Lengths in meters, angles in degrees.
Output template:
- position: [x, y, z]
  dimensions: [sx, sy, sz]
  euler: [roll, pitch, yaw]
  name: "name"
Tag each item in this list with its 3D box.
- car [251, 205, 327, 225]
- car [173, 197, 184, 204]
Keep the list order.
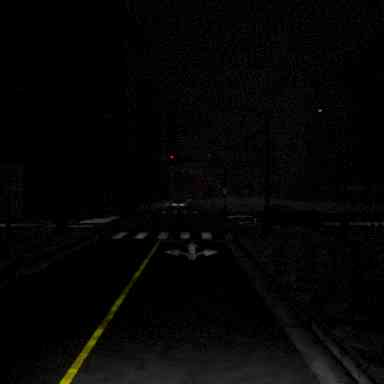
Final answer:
- position: [6.564, 1.551, 22.700]
  dimensions: [4.718, 1.301, 1.895]
  euler: [0, -1, 0]
  name: "car"
- position: [-2.585, 1.693, 65.224]
  dimensions: [2.033, 1.411, 5.357]
  euler: [0, 0, 0]
  name: "car"
